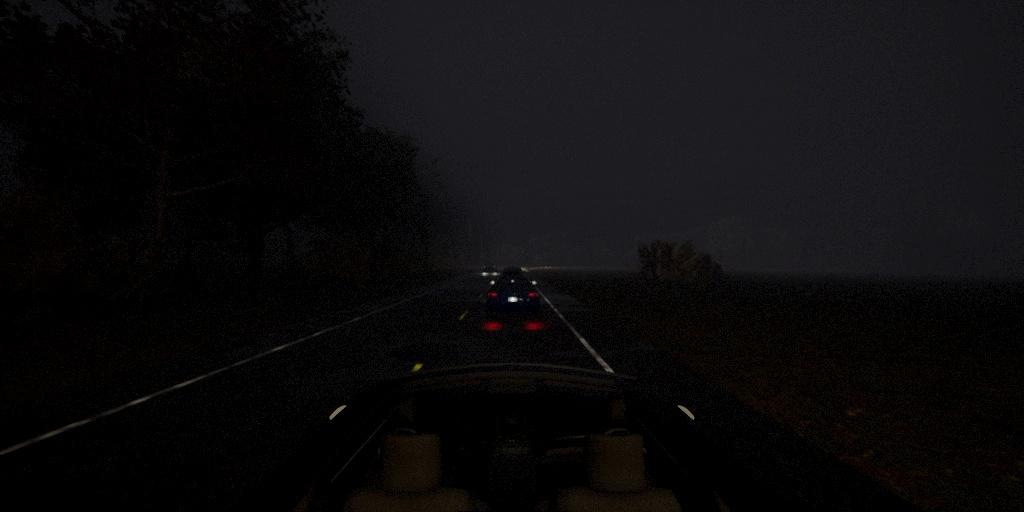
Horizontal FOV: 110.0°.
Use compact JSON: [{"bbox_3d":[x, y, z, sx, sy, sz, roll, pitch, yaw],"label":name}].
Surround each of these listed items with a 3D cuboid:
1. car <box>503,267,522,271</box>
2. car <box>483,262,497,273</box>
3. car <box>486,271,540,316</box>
[{"bbox_3d":[0.046,1.618,29.114,1.837,1.490,4.892,0,0,0],"label":"car"},{"bbox_3d":[-3.563,1.840,58.559,2.097,1.767,4.553,0,-1,0],"label":"car"},{"bbox_3d":[0.048,1.482,14.300,1.994,1.385,4.181,0,-1,1],"label":"car"}]
